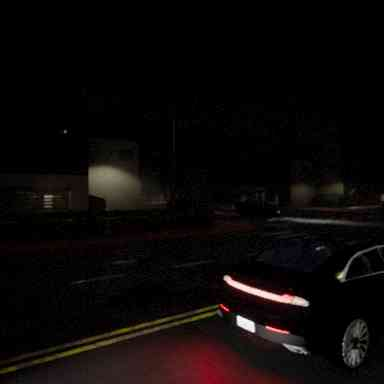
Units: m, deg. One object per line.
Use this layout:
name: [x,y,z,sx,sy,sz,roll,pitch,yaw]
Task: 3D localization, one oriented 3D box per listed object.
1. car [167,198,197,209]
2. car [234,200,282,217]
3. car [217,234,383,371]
car: [-1.301,1.475,40.671,1.837,1.490,4.892,0,2,-36]
car: [6.011,1.467,30.618,2.128,1.511,4.902,0,0,-36]
car: [2.676,1.486,5.690,4.902,1.511,2.128,0,0,-35]
